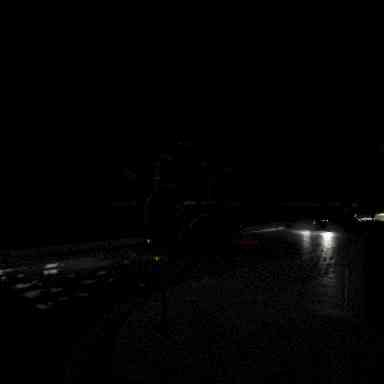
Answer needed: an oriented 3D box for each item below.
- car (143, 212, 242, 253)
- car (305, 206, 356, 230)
[{"bbox_3d":[0.137,1.659,14.667,4.902,1.511,2.128,0,-1,-41],"label":"car"},{"bbox_3d":[9.720,1.753,23.134,4.892,1.490,1.837,0,-1,-42],"label":"car"}]
